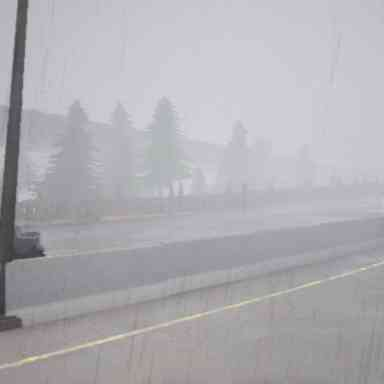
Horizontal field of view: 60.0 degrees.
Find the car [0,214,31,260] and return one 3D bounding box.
[{"bbox_3d":[-8.420,1.537,10.884,5.357,1.411,2.033,1,-1,-36],"label":"car"}]

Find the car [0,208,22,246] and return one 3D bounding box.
[{"bbox_3d":[-10.084,1.488,13.996,4.902,1.511,2.128,1,-1,-36],"label":"car"}]

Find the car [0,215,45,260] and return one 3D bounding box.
[{"bbox_3d":[-6.317,1.468,8.084,5.008,1.535,1.882,1,-1,-36],"label":"car"}]
